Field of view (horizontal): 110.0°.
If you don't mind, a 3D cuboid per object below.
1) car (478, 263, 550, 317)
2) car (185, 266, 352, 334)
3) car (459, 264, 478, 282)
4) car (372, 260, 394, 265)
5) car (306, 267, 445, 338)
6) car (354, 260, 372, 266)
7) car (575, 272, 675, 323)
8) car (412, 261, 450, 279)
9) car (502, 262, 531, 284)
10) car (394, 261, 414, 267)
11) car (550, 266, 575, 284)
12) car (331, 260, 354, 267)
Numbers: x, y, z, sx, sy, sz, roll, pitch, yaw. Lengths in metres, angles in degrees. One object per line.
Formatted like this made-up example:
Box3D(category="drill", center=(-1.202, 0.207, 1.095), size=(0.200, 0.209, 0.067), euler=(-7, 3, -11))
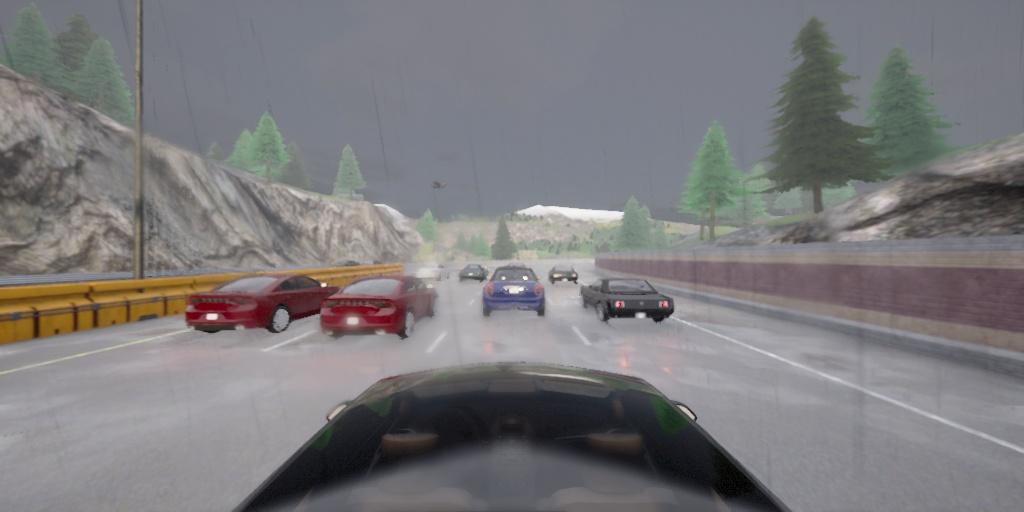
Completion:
Box3D(category="car", center=(0.081, 1.124, 13.503), size=(2.097, 1.767, 4.553), euler=(0, 0, 0))
Box3D(category="car", center=(-6.931, 1.246, 10.774), size=(1.882, 1.535, 5.008), euler=(0, 0, 0))
Box3D(category="car", center=(-3.027, 1.364, 29.525), size=(1.994, 1.385, 4.181), euler=(0, 0, 4))
Box3D(category="car", center=(-17.754, 1.444, 52.044), size=(1.895, 1.301, 4.718), euler=(0, 0, 12))
Box3D(category="car", center=(-3.434, 1.244, 10.237), size=(1.882, 1.535, 5.008), euler=(0, 0, 0))
Box3D(category="car", center=(-20.991, 1.373, 53.547), size=(1.812, 1.442, 4.674), euler=(0, 0, 12))
Box3D(category="car", center=(3.577, 1.368, 12.149), size=(1.895, 1.301, 4.718), euler=(0, 0, 0))
Box3D(category="car", center=(-6.505, 1.327, 29.952), size=(1.812, 1.442, 4.674), euler=(0, 0, 4))
Box3D(category="car", center=(0.435, 1.289, 28.968), size=(2.128, 1.511, 4.902), euler=(0, 0, 3))
Box3D(category="car", center=(-14.416, 1.404, 50.869), size=(1.994, 1.385, 4.181), euler=(0, 0, 12))
Box3D(category="car", center=(3.836, 1.395, 27.325), size=(1.895, 1.301, 4.718), euler=(0, 0, 3))
Box3D(category="car", center=(-24.659, 1.352, 53.114), size=(1.837, 1.490, 4.892), euler=(0, 0, 12))
